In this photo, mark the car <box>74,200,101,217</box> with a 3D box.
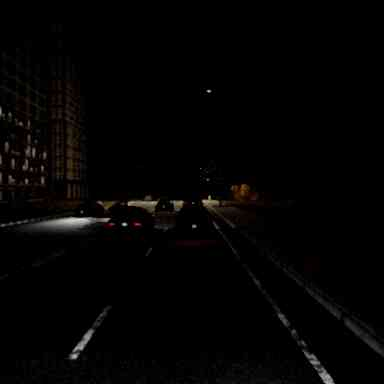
[{"bbox_3d":[-9.849,1.517,32.214,2.128,1.511,4.902,0,0,0],"label":"car"}]

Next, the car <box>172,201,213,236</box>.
[{"bbox_3d":[0.101,1.493,18.488,1.882,1.535,5.008,0,0,0],"label":"car"}]

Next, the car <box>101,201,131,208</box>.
[{"bbox_3d":[-6.600,1.573,31.458,2.033,1.411,5.357,0,0,0],"label":"car"}]

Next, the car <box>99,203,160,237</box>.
[{"bbox_3d":[-3.150,1.562,18.030,2.033,1.411,5.357,0,0,0],"label":"car"}]

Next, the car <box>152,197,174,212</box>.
[{"bbox_3d":[-3.152,1.596,38.980,1.994,1.385,4.181,0,0,0],"label":"car"}]

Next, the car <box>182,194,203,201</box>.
[{"bbox_3d":[0.098,1.252,37.388,2.150,2.045,5.566,0,0,0],"label":"car"}]

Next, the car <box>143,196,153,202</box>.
[{"bbox_3d":[-9.754,1.545,74.687,1.994,1.385,4.181,0,0,0],"label":"car"}]
